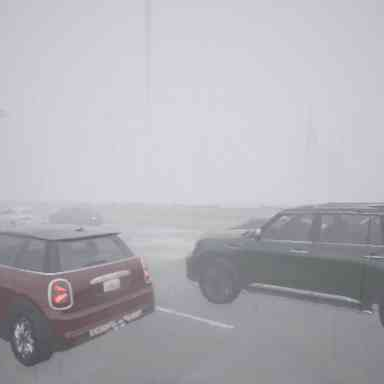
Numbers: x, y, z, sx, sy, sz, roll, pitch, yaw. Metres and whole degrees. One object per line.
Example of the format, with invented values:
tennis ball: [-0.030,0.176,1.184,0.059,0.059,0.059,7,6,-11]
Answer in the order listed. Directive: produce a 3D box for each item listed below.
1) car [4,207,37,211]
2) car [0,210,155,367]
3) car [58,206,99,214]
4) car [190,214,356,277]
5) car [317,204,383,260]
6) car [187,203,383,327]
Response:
car: [-10.580,1.646,20.198,4.674,1.442,1.812,0,0,36]
car: [-2.888,1.386,6.071,4.553,1.767,2.097,0,0,36]
car: [-7.989,1.681,22.659,4.181,1.385,1.994,0,0,36]
car: [2.479,1.527,10.835,4.892,1.490,1.837,-2,-1,36]
car: [7.101,1.359,11.826,4.553,1.767,2.097,0,0,36]
car: [2.532,1.232,6.489,5.566,2.045,2.150,0,0,36]
